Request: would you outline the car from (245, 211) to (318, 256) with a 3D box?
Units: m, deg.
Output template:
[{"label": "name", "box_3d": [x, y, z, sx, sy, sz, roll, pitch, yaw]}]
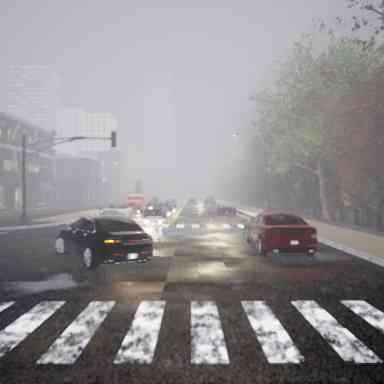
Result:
[{"label": "car", "box_3d": [3.362, 1.516, 13.361, 1.882, 1.535, 5.008, 0, 0, 0]}]

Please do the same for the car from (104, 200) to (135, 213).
[{"label": "car", "box_3d": [-6.581, 1.681, 29.196, 1.895, 1.301, 4.718, 0, 0, 1]}]

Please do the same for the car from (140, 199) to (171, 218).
[{"label": "car", "box_3d": [-3.315, 1.648, 30.837, 1.994, 1.385, 4.181, 0, 0, 0]}]

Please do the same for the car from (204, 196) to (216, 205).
[{"label": "car", "box_3d": [3.309, 1.516, 61.658, 2.097, 1.767, 4.553, 0, 0, 0]}]

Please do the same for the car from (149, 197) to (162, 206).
[{"label": "car", "box_3d": [-6.451, 1.662, 58.858, 1.837, 1.490, 4.892, 0, 0, 0]}]

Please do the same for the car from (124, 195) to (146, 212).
[{"label": "car", "box_3d": [-6.549, 1.326, 38.739, 2.150, 2.045, 5.566, 0, 0, 0]}]

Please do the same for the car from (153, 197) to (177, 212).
[{"label": "car", "box_3d": [-3.291, 1.673, 40.355, 1.994, 1.385, 4.181, 0, 0, 0]}]

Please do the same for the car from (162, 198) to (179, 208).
[{"label": "car", "box_3d": [-3.208, 1.627, 50.606, 2.128, 1.511, 4.902, 0, 0, 0]}]

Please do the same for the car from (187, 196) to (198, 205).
[{"label": "car", "box_3d": [0.049, 1.688, 60.707, 1.812, 1.442, 4.674, 0, 0, 0]}]

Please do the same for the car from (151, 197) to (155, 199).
[{"label": "car", "box_3d": [-6.469, 1.731, 48.544, 1.895, 1.301, 4.718, 0, 0, 0]}]

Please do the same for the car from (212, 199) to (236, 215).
[{"label": "car", "box_3d": [3.379, 1.695, 34.401, 1.895, 1.301, 4.718, 0, 0, 0]}]

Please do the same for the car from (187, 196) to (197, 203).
[{"label": "car", "box_3d": [0.058, 1.572, 70.710, 1.994, 1.385, 4.181, 0, 0, 0]}]

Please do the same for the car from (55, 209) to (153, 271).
[{"label": "car", "box_3d": [-3.102, 1.538, 11.246, 1.837, 1.490, 4.892, 3, -1, -37]}]
